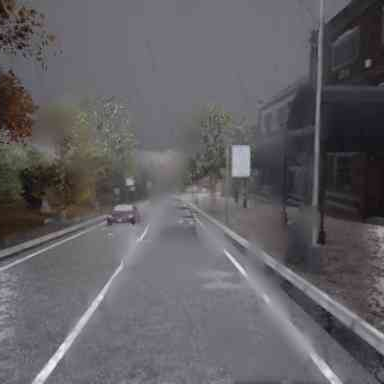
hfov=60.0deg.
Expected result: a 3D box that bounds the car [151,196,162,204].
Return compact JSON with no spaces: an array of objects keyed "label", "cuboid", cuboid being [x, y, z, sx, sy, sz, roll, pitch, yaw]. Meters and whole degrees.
[{"label":"car","cuboid":[-6.974,1.476,64.969,1.882,1.535,5.008,0,0,-3]}]

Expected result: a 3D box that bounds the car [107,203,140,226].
[{"label":"car","cuboid":[-4.735,1.536,23.535,1.812,1.442,4.674,0,0,-3]}]

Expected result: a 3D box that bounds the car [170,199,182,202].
[{"label":"car","cuboid":[-1.831,1.526,37.763,2.033,1.411,5.357,0,0,-3]}]

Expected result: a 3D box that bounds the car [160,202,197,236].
[{"label":"car","cuboid":[-0.736,1.531,18.229,2.033,1.411,5.357,0,0,-3]}]
